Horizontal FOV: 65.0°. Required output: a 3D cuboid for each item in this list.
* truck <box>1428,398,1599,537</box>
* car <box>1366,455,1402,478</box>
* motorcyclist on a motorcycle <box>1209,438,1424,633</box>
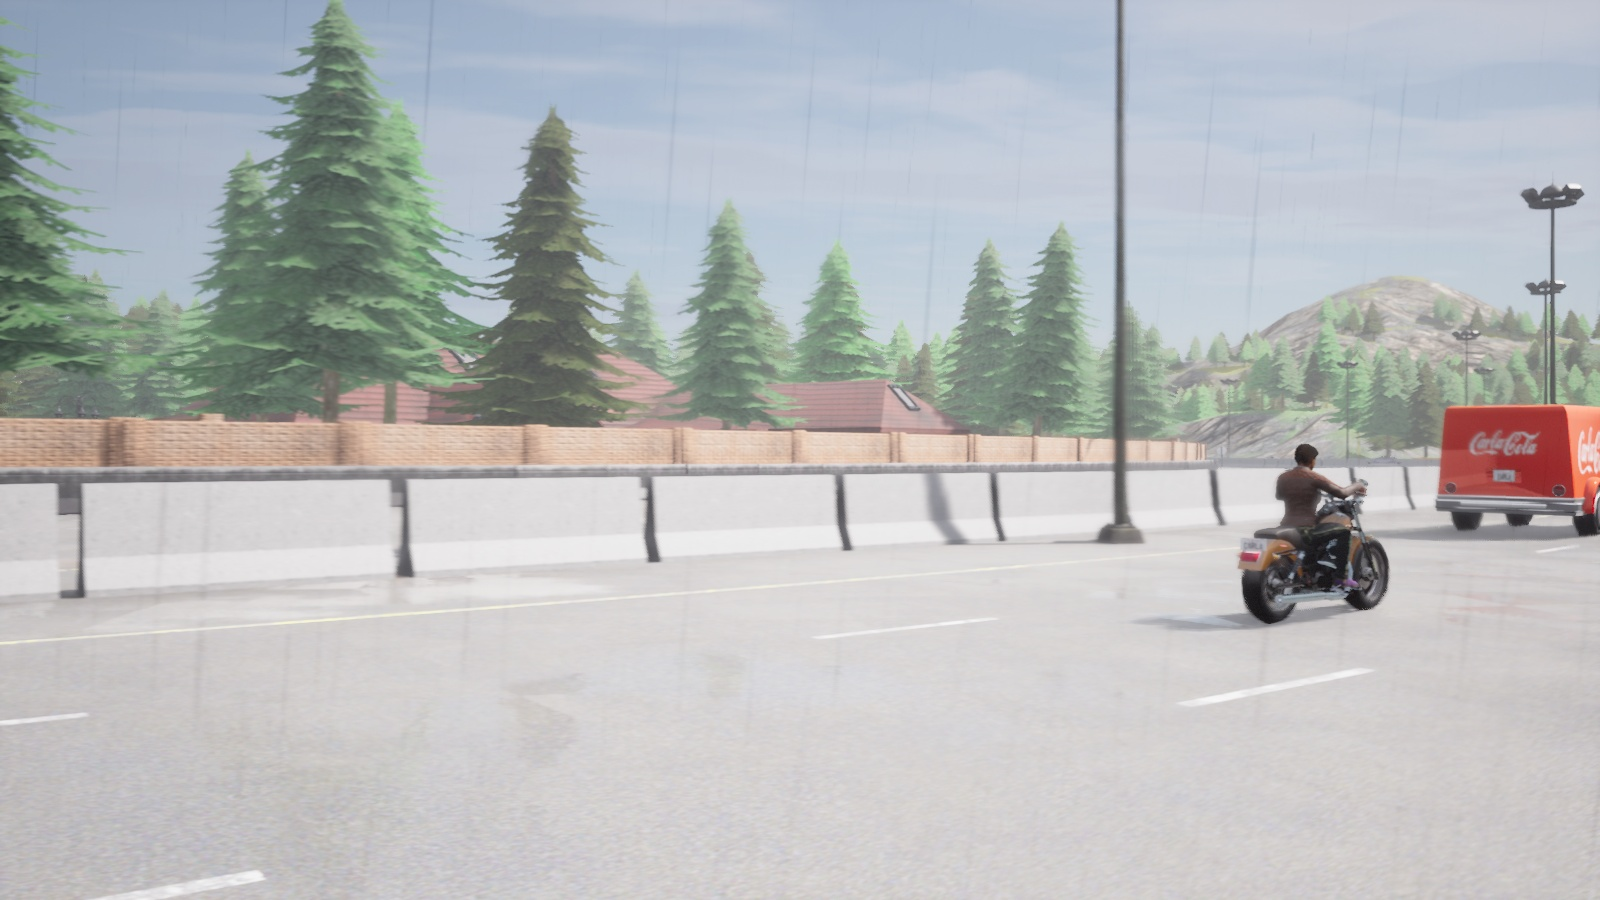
[{"bbox_3d":[14.914,0.317,25.124,5.204,2.467,2.627,0,0,-44],"label":"truck"},{"bbox_3d":[37.071,1.026,79.702,1.994,1.385,4.181,0,0,25],"label":"car"},{"bbox_3d":[4.825,0.730,11.646,2.350,1.649,0.766,0,-1,-38],"label":"motorcyclist on a motorcycle"}]
